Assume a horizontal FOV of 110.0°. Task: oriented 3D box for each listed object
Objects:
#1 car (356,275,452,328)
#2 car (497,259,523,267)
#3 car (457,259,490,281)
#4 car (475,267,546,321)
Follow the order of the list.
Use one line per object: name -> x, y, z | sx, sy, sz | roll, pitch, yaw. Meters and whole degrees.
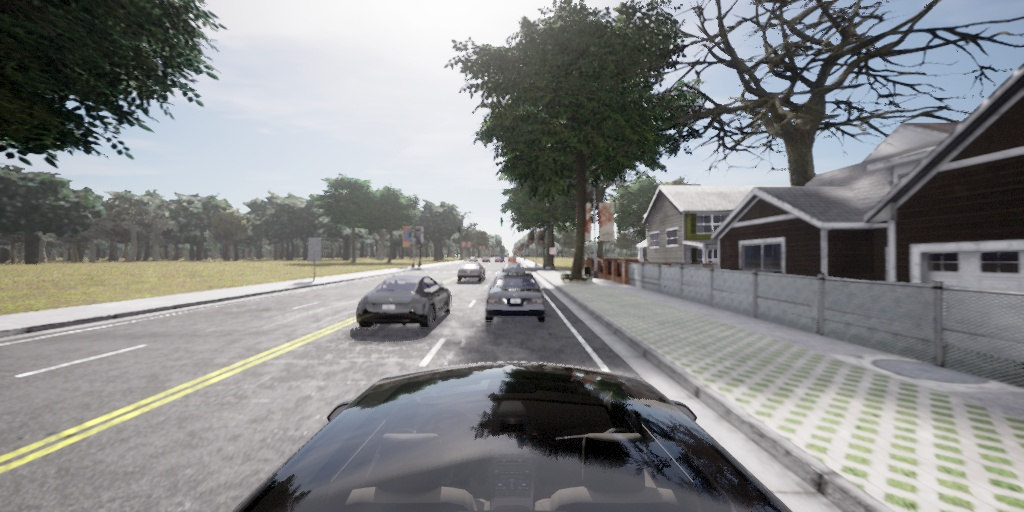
car -> -3.157, 1.278, 11.224 | 1.994, 1.385, 4.181 | 0, 0, 0
car -> 0.103, 1.199, 28.424 | 2.033, 1.411, 5.357 | 0, 0, 0
car -> -3.147, 1.199, 28.427 | 2.033, 1.411, 5.357 | 0, 0, 0
car -> 0.099, 1.258, 12.220 | 2.033, 1.411, 5.357 | 0, 0, 0
